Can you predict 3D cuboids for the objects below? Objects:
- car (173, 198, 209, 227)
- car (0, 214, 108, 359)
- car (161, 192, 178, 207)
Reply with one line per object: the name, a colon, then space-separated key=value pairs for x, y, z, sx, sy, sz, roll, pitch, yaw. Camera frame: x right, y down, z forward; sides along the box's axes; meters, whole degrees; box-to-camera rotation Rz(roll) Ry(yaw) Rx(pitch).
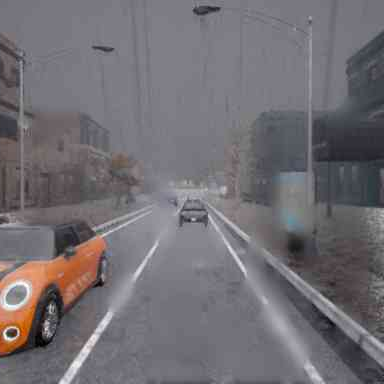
car: x=0.098 y=1.425 z=22.489 sx=2.128 sy=1.511 sz=4.902 roll=0 pitch=0 yaw=0
car: x=-3.102 y=1.348 z=6.269 sx=2.097 sy=1.767 sz=4.553 roll=0 pitch=0 yaw=0
car: x=-3.088 y=1.043 z=46.577 sx=2.150 sy=2.045 sz=5.566 roll=0 pitch=0 yaw=0
